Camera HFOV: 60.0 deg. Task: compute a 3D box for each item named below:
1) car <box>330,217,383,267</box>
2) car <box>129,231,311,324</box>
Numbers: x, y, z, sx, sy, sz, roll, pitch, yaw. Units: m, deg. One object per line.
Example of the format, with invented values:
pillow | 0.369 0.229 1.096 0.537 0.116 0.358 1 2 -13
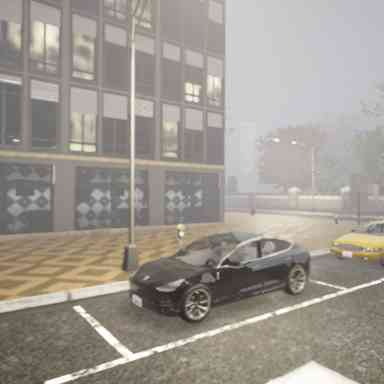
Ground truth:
car | 6.663 1.567 11.456 4.829 1.417 1.752 0 0 -35
car | 0.798 1.583 7.221 4.313 1.339 1.947 0 0 -35
